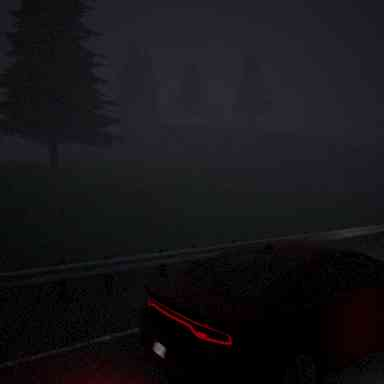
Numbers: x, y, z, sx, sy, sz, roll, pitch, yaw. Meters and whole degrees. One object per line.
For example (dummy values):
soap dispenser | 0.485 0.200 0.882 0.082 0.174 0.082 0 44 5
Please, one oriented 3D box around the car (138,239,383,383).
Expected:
car | 1.696 1.445 4.842 5.008 1.535 1.882 -1 0 -35
